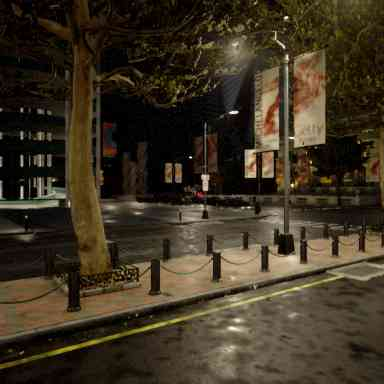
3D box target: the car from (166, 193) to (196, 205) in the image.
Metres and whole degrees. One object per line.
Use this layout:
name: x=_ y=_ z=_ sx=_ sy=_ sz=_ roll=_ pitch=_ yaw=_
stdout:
car: x=-1.913 y=1.352 z=57.747 sx=2.097 sy=1.767 sz=4.553 roll=0 pitch=0 yaw=-37

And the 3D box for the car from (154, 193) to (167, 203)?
car: x=-5.700 y=1.221 z=68.009 sx=5.566 sy=2.045 sz=2.150 roll=0 pitch=0 yaw=45

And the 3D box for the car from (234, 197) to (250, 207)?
car: x=6.582 y=1.547 z=51.978 sx=2.033 sy=1.411 sz=5.357 roll=0 pitch=0 yaw=-35

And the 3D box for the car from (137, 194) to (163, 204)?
car: x=-8.718 y=1.547 z=65.853 sx=5.357 sy=1.411 sz=2.033 roll=0 pitch=0 yaw=43

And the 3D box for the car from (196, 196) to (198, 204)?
car: x=1.006 y=1.526 z=59.710 sx=1.812 sy=1.442 sz=4.674 roll=0 pitch=0 yaw=-36

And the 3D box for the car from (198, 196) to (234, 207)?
car: x=3.522 y=1.478 z=50.230 sx=1.882 sy=1.535 sz=5.008 roll=0 pitch=0 yaw=-35
